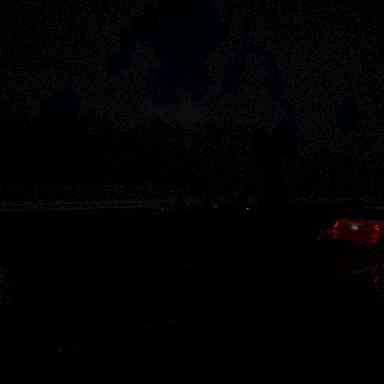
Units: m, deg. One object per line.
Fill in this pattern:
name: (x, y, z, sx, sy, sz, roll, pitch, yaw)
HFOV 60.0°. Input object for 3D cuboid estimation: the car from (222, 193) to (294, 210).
car: (5.262, 1.134, 24.817, 5.566, 2.045, 2.150, 0, 0, -35)

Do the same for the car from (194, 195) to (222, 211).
car: (3.229, 1.134, 27.667, 5.566, 2.045, 2.150, 0, 0, -35)

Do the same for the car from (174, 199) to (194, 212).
car: (1.221, 1.527, 30.533, 4.902, 1.511, 2.128, 0, 0, -35)

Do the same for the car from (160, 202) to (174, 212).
car: (-0.864, 1.498, 33.345, 4.902, 1.511, 2.128, 0, 0, -35)

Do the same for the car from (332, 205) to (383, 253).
car: (7.869, 1.353, 13.778, 4.553, 1.767, 2.097, 0, 0, -35)
